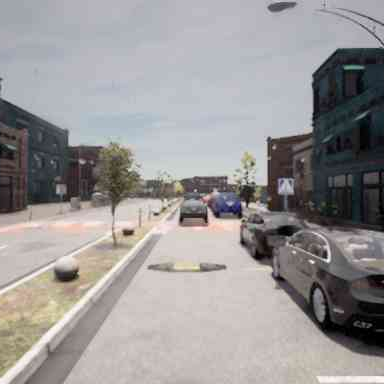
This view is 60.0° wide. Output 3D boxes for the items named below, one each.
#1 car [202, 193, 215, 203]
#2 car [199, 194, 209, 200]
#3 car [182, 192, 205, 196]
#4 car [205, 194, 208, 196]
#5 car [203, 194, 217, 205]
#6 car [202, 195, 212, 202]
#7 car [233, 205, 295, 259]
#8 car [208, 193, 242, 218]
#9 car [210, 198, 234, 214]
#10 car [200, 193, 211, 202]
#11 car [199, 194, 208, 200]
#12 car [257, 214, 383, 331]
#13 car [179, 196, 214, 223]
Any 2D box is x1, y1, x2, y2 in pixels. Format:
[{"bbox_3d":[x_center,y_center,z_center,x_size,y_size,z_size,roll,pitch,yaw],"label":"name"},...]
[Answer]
[{"bbox_3d":[3.014,1.156,61.946,2.185,1.767,4.553,0,0,0],"label":"car"},{"bbox_3d":[3.020,1.306,84.057,2.231,1.521,4.892,0,0,0],"label":"car"},{"bbox_3d":[0.105,1.035,41.886,2.150,2.045,5.566,0,0,0],"label":"car"},{"bbox_3d":[3.010,1.291,45.409,2.231,1.521,4.892,0,0,0],"label":"car"},{"bbox_3d":[3.012,1.155,56.426,2.185,1.767,4.553,0,0,0],"label":"car"},{"bbox_3d":[3.016,1.327,67.623,2.002,1.452,4.674,0,0,0],"label":"car"},{"bbox_3d":[3.000,1.454,12.441,2.163,1.488,4.792,0,0,0],"label":"car"},{"bbox_3d":[3.005,1.090,28.880,2.435,2.045,5.566,0,0,0],"label":"car"},{"bbox_3d":[3.006,1.359,34.369,2.002,1.452,4.674,0,0,0],"label":"car"},{"bbox_3d":[3.017,1.167,73.116,2.185,1.767,4.553,0,0,0],"label":"car"},{"bbox_3d":[3.013,1.326,89.577,2.231,1.521,4.892,0,0,0],"label":"car"},{"bbox_3d":[2.998,1.452,6.883,2.231,1.521,4.892,0,0,0],"label":"car"},{"bbox_3d":[0.109,1.297,22.169,2.033,1.411,5.357,0,-5,0],"label":"car"}]
